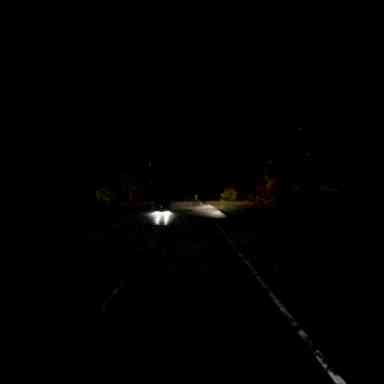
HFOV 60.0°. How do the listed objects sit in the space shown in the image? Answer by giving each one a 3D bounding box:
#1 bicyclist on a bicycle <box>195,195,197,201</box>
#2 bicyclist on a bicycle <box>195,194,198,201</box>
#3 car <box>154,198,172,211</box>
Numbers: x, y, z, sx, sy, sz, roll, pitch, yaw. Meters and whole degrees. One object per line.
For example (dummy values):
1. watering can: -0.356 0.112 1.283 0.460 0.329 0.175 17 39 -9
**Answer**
1. bicyclist on a bicycle: 1.010 1.499 86.065 0.582 1.620 1.656 0 0 0
2. bicyclist on a bicycle: 1.004 1.426 77.354 0.659 1.776 1.843 0 0 0
3. car: -3.565 1.550 41.553 2.128 1.511 4.902 0 0 0
